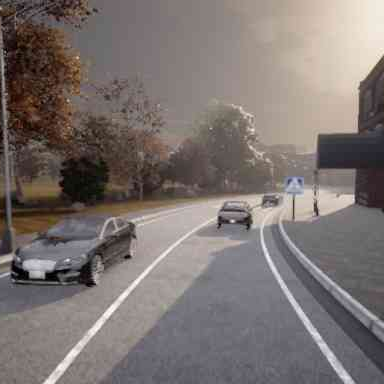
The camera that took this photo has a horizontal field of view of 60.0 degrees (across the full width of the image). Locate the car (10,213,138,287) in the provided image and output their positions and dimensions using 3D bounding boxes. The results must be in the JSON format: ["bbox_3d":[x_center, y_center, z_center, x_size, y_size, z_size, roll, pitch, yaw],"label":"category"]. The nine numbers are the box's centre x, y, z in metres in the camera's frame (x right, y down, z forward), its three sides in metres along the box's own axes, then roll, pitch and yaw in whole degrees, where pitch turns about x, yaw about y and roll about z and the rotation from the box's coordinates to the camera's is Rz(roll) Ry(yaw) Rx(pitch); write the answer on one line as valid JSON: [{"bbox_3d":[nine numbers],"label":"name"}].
[{"bbox_3d":[-2.893,1.392,9.233,2.128,1.511,4.902,1,1,6],"label":"car"}]

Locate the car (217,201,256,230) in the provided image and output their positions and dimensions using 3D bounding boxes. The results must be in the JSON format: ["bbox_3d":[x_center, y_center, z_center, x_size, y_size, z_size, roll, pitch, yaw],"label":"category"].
[{"bbox_3d":[2.693,1.278,19.903,2.128,1.511,4.902,1,1,13],"label":"car"}]

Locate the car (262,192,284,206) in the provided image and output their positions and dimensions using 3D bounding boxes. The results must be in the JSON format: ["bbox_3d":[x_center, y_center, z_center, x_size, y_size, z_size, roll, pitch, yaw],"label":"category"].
[{"bbox_3d":[9.550,0.807,39.097,1.837,1.490,4.892,2,2,25],"label":"car"}]
